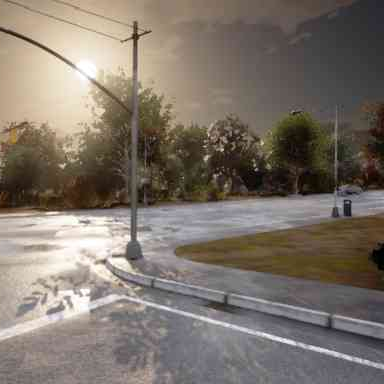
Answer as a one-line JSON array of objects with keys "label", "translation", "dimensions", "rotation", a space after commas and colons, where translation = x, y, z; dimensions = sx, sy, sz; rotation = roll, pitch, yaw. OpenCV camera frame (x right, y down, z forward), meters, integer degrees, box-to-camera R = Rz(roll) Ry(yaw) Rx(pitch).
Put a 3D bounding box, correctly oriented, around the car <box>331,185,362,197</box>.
[{"label": "car", "translation": [21.904, -0.180, 47.155], "dimensions": [4.902, 1.511, 2.128], "rotation": [-3, 2, -26]}]
